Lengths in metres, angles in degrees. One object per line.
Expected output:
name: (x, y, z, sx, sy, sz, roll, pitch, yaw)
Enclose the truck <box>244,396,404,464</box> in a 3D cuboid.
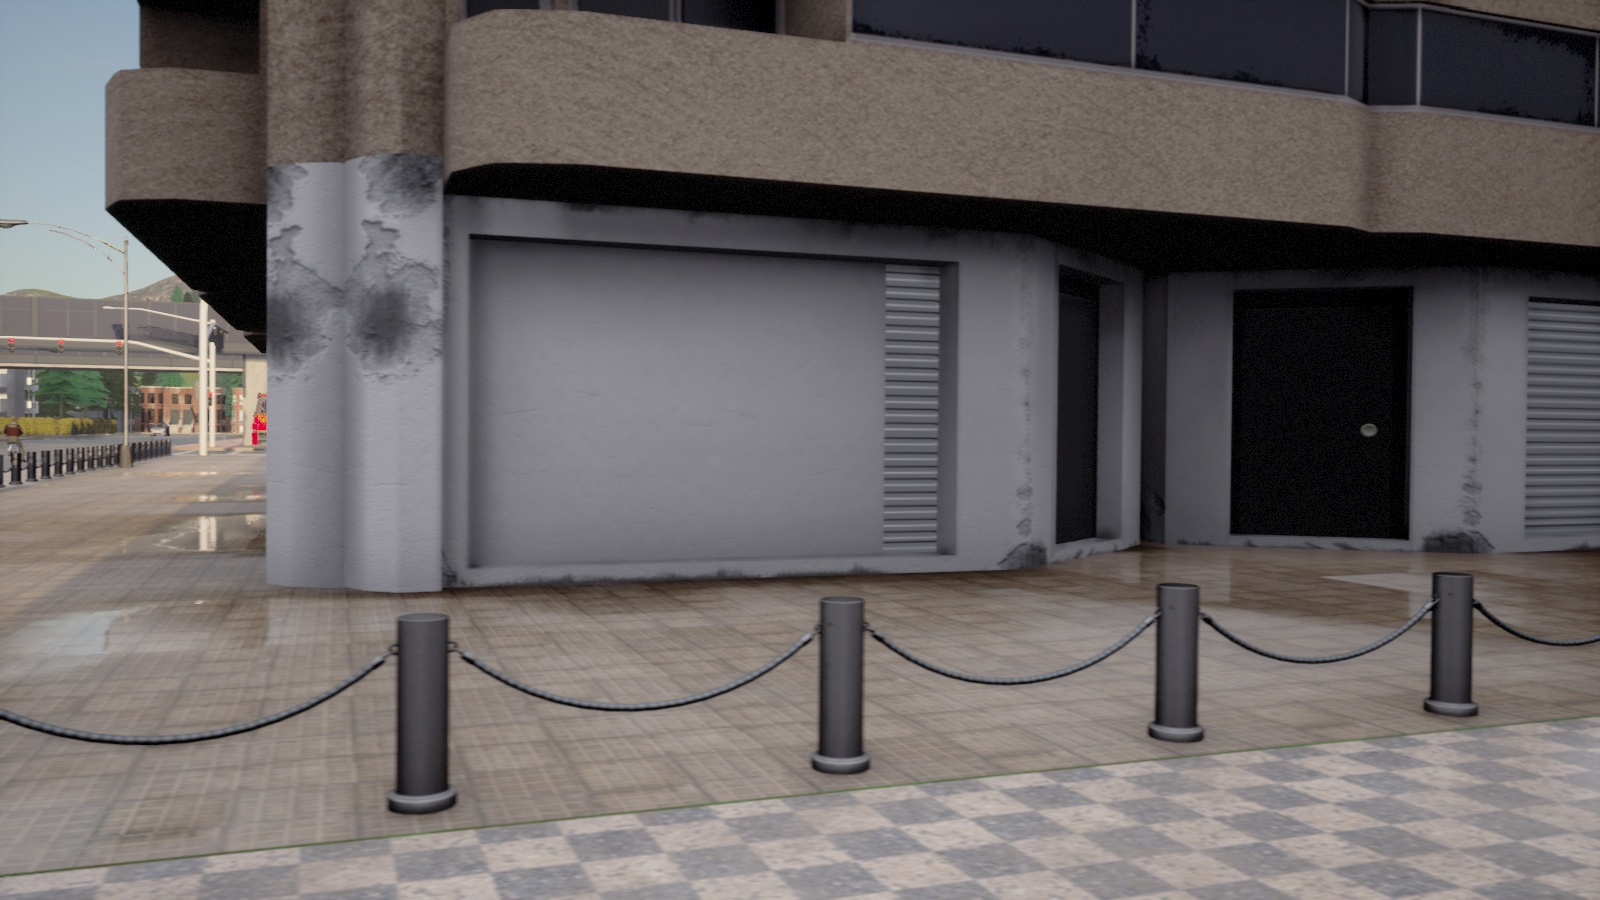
truck: (-27.616, -1.204, 73.113, 8.468, 3.827, 2.891, -1, 1, -20)
